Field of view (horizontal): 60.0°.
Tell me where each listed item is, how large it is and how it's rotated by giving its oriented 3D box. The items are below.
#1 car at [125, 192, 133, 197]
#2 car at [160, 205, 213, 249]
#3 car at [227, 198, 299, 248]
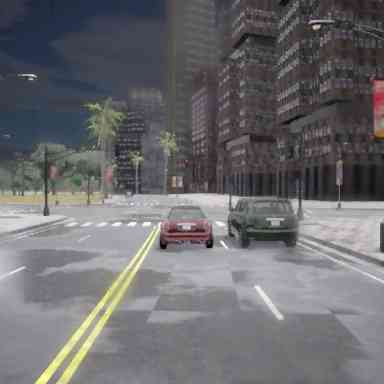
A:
[{"bbox_3d":[-17.247,0.732,91.089,1.812,1.442,4.674,0,1,-13],"label":"car"},{"bbox_3d":[-0.283,1.362,14.709,2.097,1.767,4.553,0,0,-2],"label":"car"},{"bbox_3d":[2.963,1.253,14.892,2.150,2.045,5.566,0,0,-2],"label":"car"}]
